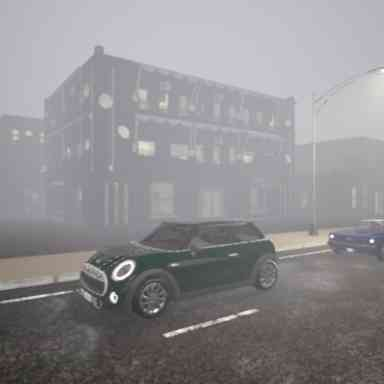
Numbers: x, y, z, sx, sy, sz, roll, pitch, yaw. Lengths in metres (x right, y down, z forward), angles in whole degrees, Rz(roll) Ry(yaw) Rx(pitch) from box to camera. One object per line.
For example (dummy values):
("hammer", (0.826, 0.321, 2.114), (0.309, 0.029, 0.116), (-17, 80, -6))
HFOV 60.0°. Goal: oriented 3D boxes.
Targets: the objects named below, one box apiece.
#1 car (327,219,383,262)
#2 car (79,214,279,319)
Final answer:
("car", (7.317, 1.739, 12.902), (4.718, 1.301, 1.895), (1, 0, -35))
("car", (-0.135, 1.395, 7.584), (4.553, 1.767, 2.097), (1, 0, -36))
